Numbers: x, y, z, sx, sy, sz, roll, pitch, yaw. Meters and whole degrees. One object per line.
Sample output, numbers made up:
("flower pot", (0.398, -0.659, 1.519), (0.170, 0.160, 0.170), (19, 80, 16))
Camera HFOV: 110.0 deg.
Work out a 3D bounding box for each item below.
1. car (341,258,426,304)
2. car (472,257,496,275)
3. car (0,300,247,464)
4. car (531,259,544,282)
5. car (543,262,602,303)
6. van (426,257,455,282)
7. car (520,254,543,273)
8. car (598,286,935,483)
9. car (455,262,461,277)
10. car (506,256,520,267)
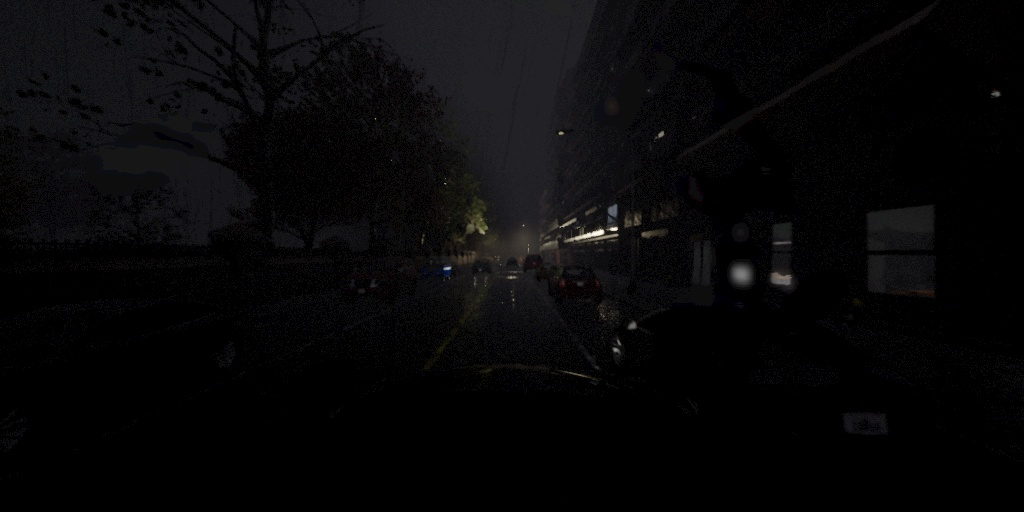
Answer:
("car", (-5.685, 1.008, 16.071), (2.192, 1.841, 5.009), (0, 0, 0))
("car", (-3.084, 1.115, 37.427), (2.128, 1.511, 4.902), (0, 0, 0))
("car", (-5.689, 1.303, 4.811), (1.948, 1.339, 4.313), (0, 0, 0))
("car", (2.697, 1.180, 27.499), (1.751, 1.417, 4.829), (0, 0, 0))
("car", (2.695, 1.133, 16.069), (1.967, 1.591, 4.097), (0, 0, 0))
("van", (-5.683, 0.995, 27.330), (1.690, 1.789, 3.998), (0, 0, 0))
("car", (2.403, 0.839, 41.008), (2.150, 2.045, 5.566), (0, 0, 0))
("car", (2.692, 1.303, 4.810), (1.948, 1.339, 4.313), (0, 0, 0))
("car", (-5.682, 1.218, 32.961), (1.802, 1.307, 4.207), (0, 0, 0))
("car", (0.013, 1.035, 59.485), (1.882, 1.535, 5.008), (0, 0, 0))
